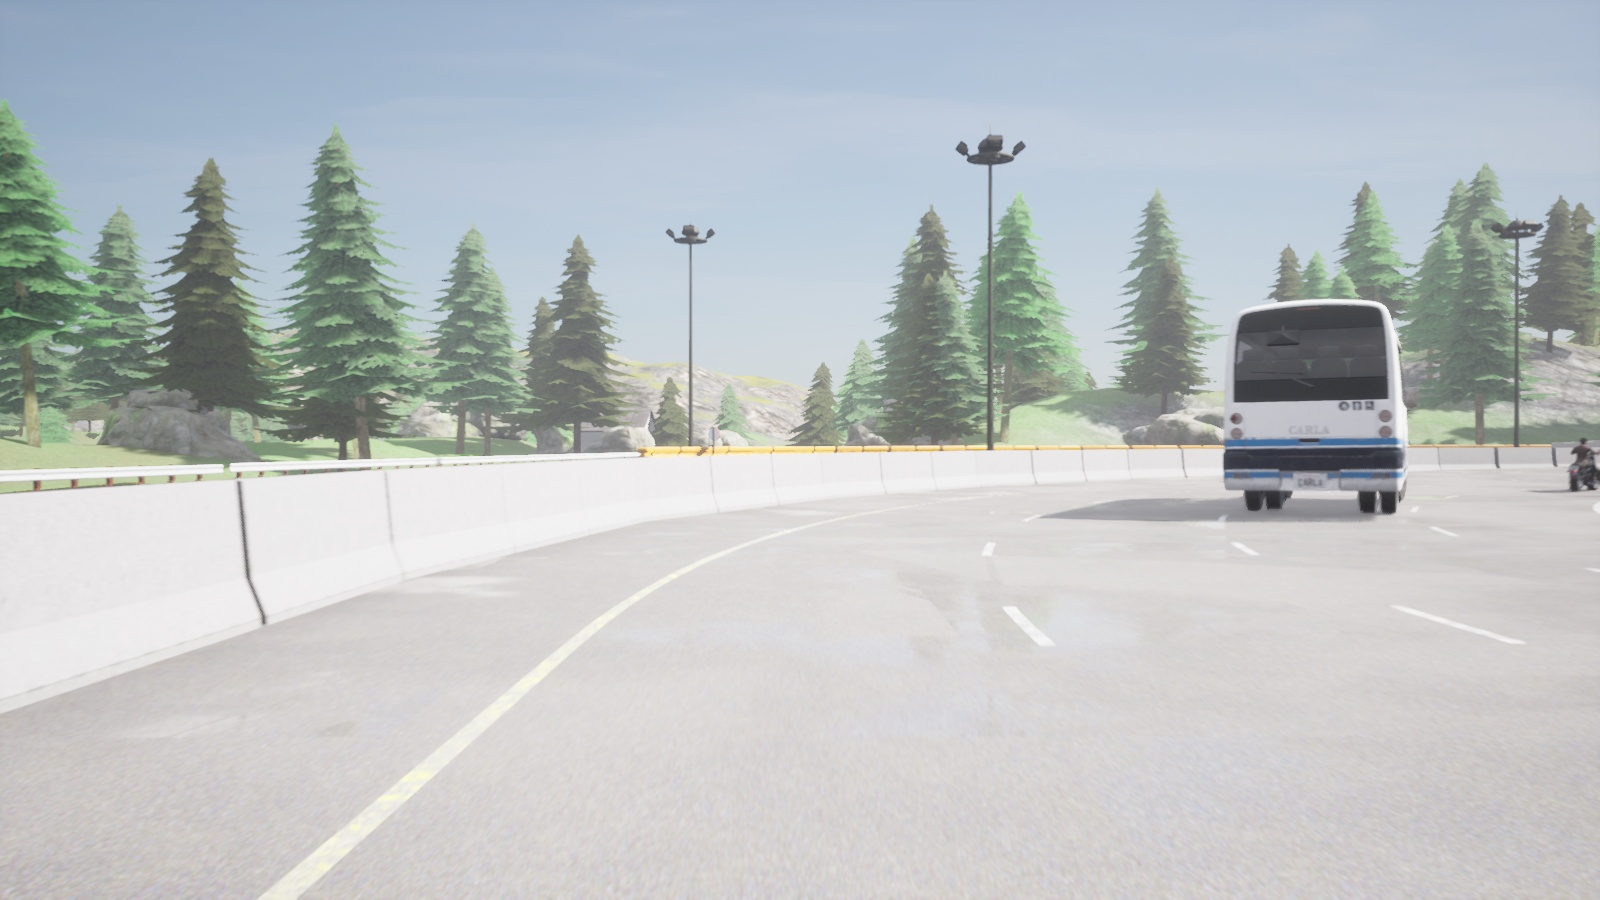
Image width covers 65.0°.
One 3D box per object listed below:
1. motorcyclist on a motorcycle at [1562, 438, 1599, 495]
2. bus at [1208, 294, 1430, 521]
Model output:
[{"bbox_3d":[23.372,0.475,37.160,2.350,1.649,0.766,0,1,-43],"label":"motorcyclist on a motorcycle"},{"bbox_3d":[12.294,-0.804,28.958,3.944,4.253,10.273,0,0,27],"label":"bus"}]
